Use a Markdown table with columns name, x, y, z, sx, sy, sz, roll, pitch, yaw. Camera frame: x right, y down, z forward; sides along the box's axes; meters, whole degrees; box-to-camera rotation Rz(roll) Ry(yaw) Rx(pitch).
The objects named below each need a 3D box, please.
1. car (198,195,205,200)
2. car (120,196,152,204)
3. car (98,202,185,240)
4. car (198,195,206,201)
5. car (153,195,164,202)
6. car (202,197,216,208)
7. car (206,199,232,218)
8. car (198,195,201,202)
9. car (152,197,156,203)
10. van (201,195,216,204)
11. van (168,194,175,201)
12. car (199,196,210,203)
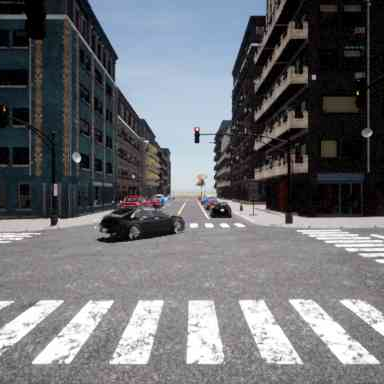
| name | x | y | z | sx | sy | sz | roll | pitch | yaw |
| --- | --- | --- | --- | --- | --- | --- | --- | --- | --- |
| car | 2.582 | 1.499 | 91.272 | 1.887 | 1.381 | 4.507 | 0 | 0 | 0 |
| car | -5.308 | 1.311 | 30.200 | 2.192 | 1.841 | 5.009 | 0 | 0 | 0 |
| car | -2.447 | 1.524 | 17.254 | 1.837 | 1.490 | 4.892 | 2 | 2 | 42 |
| car | 2.581 | 1.505 | 85.719 | 1.887 | 1.381 | 4.507 | 0 | 0 | 0 |
| car | -5.305 | 1.533 | 46.856 | 1.887 | 1.381 | 4.507 | 0 | 0 | 0 |
| car | 2.574 | 1.573 | 41.303 | 1.802 | 1.307 | 4.206 | 0 | 0 | 0 |
| car | 2.572 | 1.562 | 30.199 | 1.947 | 1.339 | 4.313 | 0 | 0 | 0 |
| car | 2.577 | 1.422 | 57.959 | 1.967 | 1.590 | 4.097 | 0 | 0 | 0 |
| car | -5.308 | 1.539 | 35.752 | 1.887 | 1.381 | 4.507 | 0 | 0 | 0 |
| van | 2.575 | 1.329 | 46.855 | 1.690 | 1.788 | 3.998 | 0 | 0 | 0 |
| van | -5.298 | 1.301 | 85.720 | 1.690 | 1.788 | 3.998 | 0 | 0 | 0 |
| car | 2.579 | 1.525 | 69.063 | 2.008 | 1.369 | 4.403 | 0 | 0 | 0 |
